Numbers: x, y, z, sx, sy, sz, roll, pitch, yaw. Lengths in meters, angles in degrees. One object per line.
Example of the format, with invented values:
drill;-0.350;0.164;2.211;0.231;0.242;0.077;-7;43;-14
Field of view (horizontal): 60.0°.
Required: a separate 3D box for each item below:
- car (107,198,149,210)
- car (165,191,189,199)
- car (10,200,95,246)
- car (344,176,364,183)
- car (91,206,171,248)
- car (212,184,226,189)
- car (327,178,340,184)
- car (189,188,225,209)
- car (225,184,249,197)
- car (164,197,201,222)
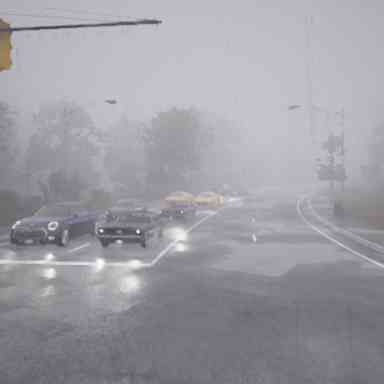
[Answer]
car;-4.482;1.245;23.615;1.837;1.490;4.892;0;2;11
car;-1.392;0.693;35.791;1.882;1.535;5.008;0;3;18
car;-5.931;1.282;14.951;2.097;1.767;4.553;0;1;8
car;39.527;-2.974;81.964;5.357;1.411;2.033;-5;3;-41
car;-2.459;1.536;14.740;1.895;1.301;4.718;0;1;8
car;4.312;-0.374;50.852;2.097;1.767;4.553;0;4;25
car;35.139;-2.826;82.597;4.674;1.442;1.812;-5;3;-43
car;1.609;0.764;33.630;1.882;1.535;5.008;0;3;17
car;6.868;-0.127;47.945;2.128;1.511;4.902;0;3;24
car;-0.913;1.323;23.734;1.895;1.301;4.718;0;2;12
